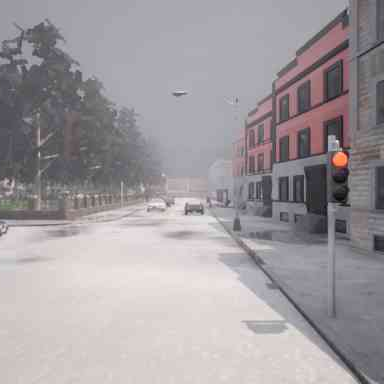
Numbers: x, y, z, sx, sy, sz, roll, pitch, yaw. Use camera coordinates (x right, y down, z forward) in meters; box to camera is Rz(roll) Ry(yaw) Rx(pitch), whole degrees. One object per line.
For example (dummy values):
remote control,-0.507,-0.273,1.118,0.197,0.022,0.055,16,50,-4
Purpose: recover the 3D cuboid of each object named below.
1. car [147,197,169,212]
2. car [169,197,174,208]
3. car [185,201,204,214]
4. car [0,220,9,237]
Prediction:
car,-4.055,1.526,38.931,1.812,1.442,4.674,0,0,0
car,-4.056,1.601,49.026,1.895,1.301,4.718,0,0,0
car,0.193,1.601,34.478,1.895,1.301,4.718,0,0,-1
car,-11.090,1.526,15.469,4.674,1.442,1.812,0,0,-1
